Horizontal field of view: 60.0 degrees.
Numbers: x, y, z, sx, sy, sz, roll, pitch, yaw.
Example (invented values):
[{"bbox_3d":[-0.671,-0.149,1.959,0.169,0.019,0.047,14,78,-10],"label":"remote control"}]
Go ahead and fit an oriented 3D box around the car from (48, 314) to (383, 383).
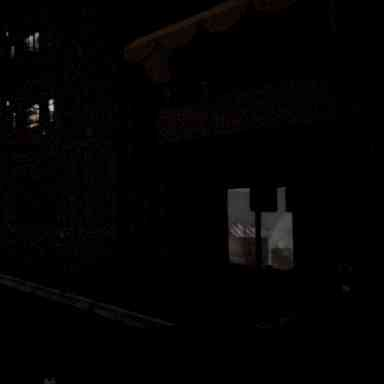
[{"bbox_3d":[0.678,1.584,2.262,4.206,1.307,1.802,0,-2,36],"label":"car"}]
